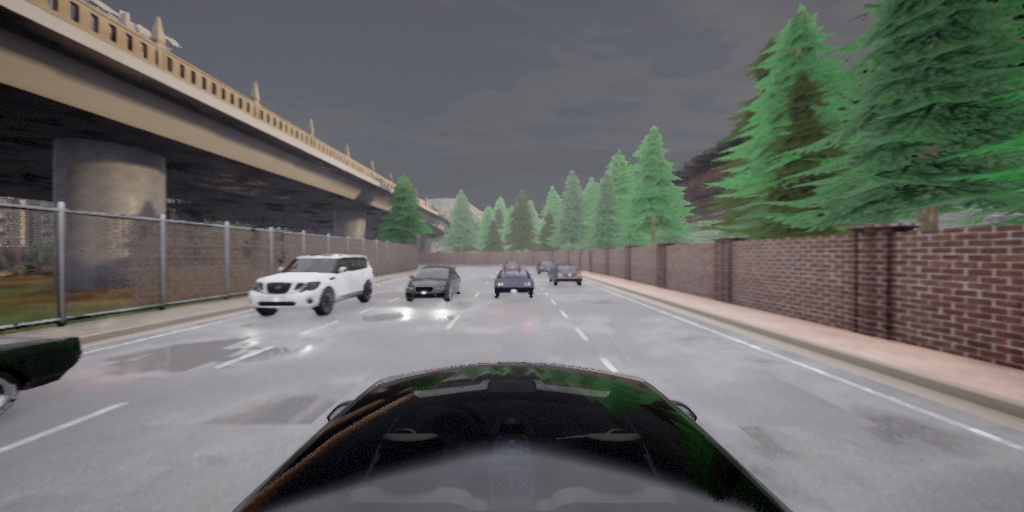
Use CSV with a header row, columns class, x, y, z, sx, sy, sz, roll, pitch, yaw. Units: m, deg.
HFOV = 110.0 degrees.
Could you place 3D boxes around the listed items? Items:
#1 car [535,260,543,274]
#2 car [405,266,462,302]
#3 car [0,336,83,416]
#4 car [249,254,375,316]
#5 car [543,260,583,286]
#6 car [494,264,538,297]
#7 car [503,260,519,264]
class,x,y,z,sx,sy,sz,roll,pitch,yaw
car,3.519,1.161,38.013,2.033,1.411,5.357,0,0,0
car,-3.506,1.220,16.699,1.837,1.490,4.892,0,0,0
car,-7.099,1.356,2.859,1.895,1.301,4.718,0,0,0
car,-7.095,0.938,13.550,2.150,2.045,5.566,0,0,0
car,3.554,1.209,24.633,2.033,1.411,5.357,0,0,0
car,0.095,1.290,18.340,1.895,1.301,4.718,0,0,0
car,-0.122,1.161,43.544,1.994,1.385,4.181,0,0,-4
